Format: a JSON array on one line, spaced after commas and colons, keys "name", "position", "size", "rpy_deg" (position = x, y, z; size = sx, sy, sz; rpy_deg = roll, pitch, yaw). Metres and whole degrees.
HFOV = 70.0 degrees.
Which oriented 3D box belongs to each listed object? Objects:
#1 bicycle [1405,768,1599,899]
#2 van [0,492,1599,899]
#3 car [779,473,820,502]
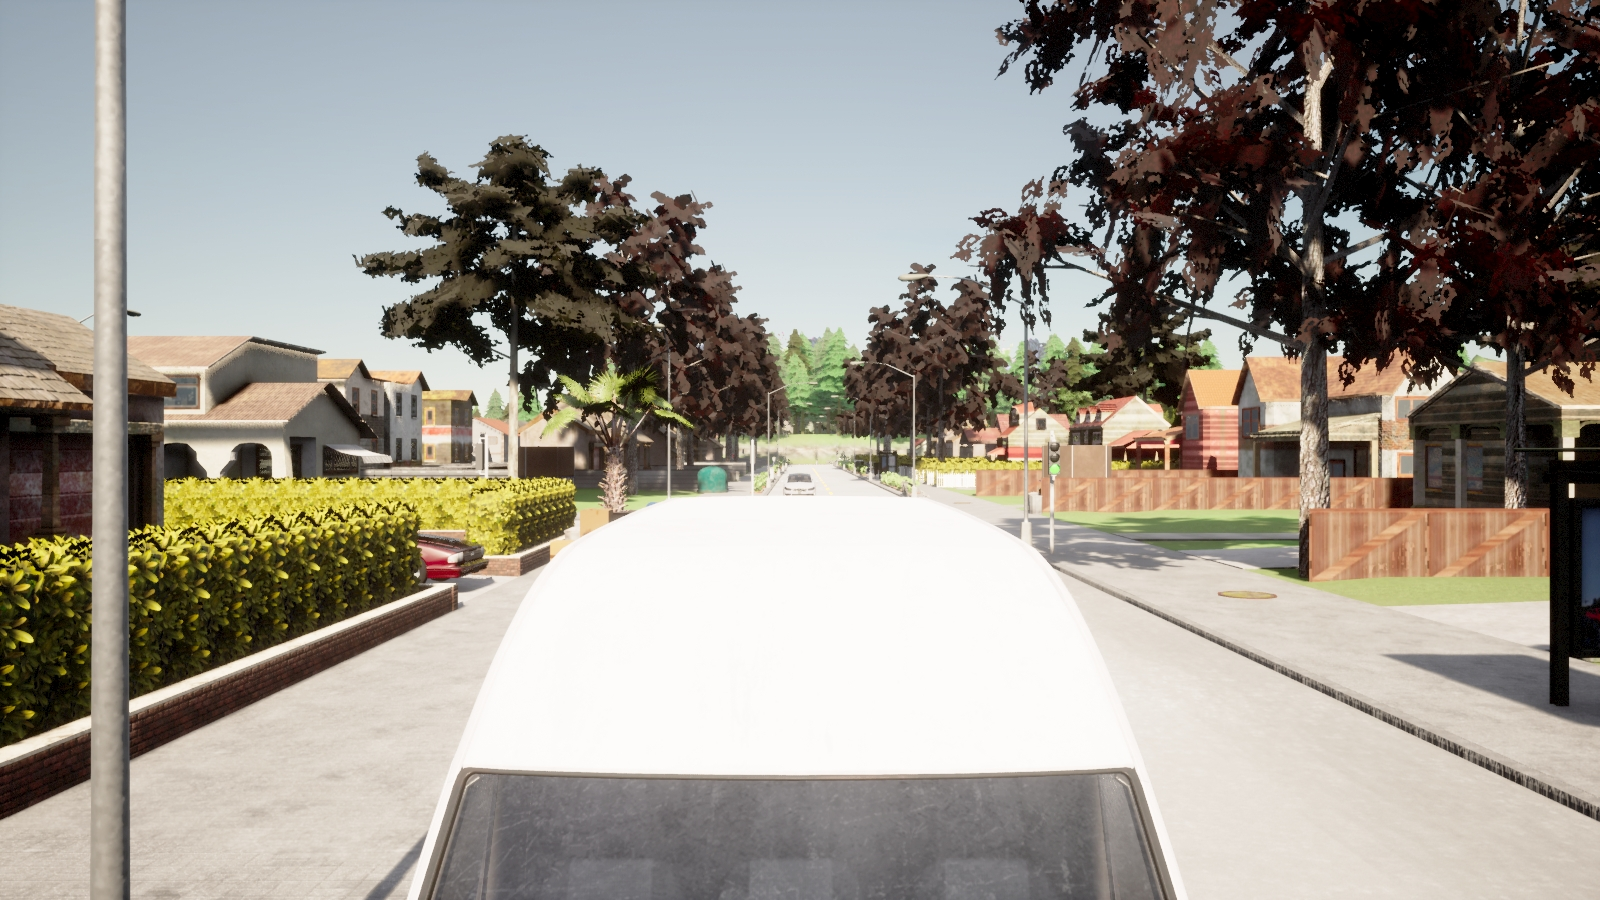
[{"name": "bicycle", "position": [2.687, 2.062, 3.843], "size": [0.329, 1.471, 1.835], "rpy_deg": [0, 0, 0]}, {"name": "van", "position": [0.002, 1.537, 4.030], "size": [1.988, 2.561, 5.915], "rpy_deg": [0, 0, 0]}, {"name": "car", "position": [-0.024, 2.087, 64.511], "size": [2.231, 1.480, 4.892], "rpy_deg": [0, 0, 0]}]
